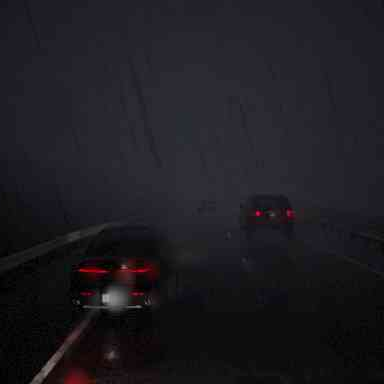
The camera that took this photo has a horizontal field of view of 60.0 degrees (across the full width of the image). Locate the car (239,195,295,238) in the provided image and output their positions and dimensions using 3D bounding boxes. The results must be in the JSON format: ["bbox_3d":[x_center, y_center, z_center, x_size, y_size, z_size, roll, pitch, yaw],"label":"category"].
[{"bbox_3d":[3.819,1.207,17.678,2.150,2.045,5.566,0,-1,3],"label":"car"}]

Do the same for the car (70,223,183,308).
[{"bbox_3d":[-1.306,1.502,7.890,1.837,1.490,4.892,0,0,1],"label":"car"}]

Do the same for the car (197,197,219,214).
[{"bbox_3d":[1.627,1.513,35.590,1.812,1.442,4.674,0,0,6],"label":"car"}]
